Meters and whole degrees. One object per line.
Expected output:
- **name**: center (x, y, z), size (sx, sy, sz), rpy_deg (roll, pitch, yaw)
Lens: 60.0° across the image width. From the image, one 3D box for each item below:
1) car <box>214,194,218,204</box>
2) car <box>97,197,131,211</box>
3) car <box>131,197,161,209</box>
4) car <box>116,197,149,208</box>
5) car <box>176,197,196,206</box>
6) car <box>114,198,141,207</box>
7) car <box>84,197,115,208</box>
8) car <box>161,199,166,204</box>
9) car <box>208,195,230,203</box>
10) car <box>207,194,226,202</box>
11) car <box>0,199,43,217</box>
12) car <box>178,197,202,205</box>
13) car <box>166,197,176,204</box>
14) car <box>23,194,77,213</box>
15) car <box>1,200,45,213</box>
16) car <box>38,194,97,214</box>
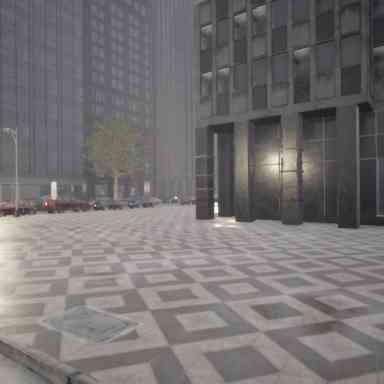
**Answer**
- **car**: center (3.099, 1.224, 57.748), size (2.192, 1.841, 5.009), rpy_deg (-1, 0, 35)
- **car**: center (-9.722, 1.526, 39.192), size (1.947, 1.339, 4.313), rpy_deg (-1, 0, 35)
- **car**: center (-6.517, 1.510, 43.830), size (1.947, 1.339, 4.313), rpy_deg (-1, 0, 35)
- **car**: center (-8.950, 1.494, 50.418), size (2.128, 1.511, 4.902), rpy_deg (-1, 0, 35)
- **car**: center (-0.106, 1.464, 53.108), size (1.887, 1.381, 4.507), rpy_deg (-1, 0, 35)
- **car**: center (-10.320, 1.614, 53.320), size (1.802, 1.307, 4.206), rpy_deg (-1, 0, 35)
- **car**: center (-13.528, 1.486, 48.681), size (1.967, 1.590, 4.097), rpy_deg (-1, 0, 35)
- **car**: center (-7.211, 1.546, 57.819), size (1.752, 1.417, 4.829), rpy_deg (-1, 0, 35)
- **car**: center (5.372, 1.418, 65.560), size (2.128, 1.511, 4.902), rpy_deg (-1, 0, 35)
- **car**: center (5.709, 1.298, 76.518), size (2.192, 1.841, 5.009), rpy_deg (-1, 0, 35)
- **car**: center (-16.134, 1.577, 29.914), size (1.802, 1.307, 4.206), rpy_deg (-1, 0, 35)
- **car**: center (-0.299, 1.507, 57.339), size (1.994, 1.385, 4.181), rpy_deg (-1, 0, 34)
- **car**: center (-3.908, 1.576, 62.599), size (1.947, 1.339, 4.313), rpy_deg (-1, 0, 35)
- **car**: center (-16.687, 1.263, 39.275), size (2.150, 2.045, 5.566), rpy_deg (-1, -1, 34)
- **car**: center (-19.939, 1.643, 39.402), size (1.947, 1.339, 4.313), rpy_deg (-1, 0, 35)
- **car**: center (-12.930, 1.291, 34.554), size (2.192, 1.841, 5.009), rpy_deg (-1, 0, 35)
